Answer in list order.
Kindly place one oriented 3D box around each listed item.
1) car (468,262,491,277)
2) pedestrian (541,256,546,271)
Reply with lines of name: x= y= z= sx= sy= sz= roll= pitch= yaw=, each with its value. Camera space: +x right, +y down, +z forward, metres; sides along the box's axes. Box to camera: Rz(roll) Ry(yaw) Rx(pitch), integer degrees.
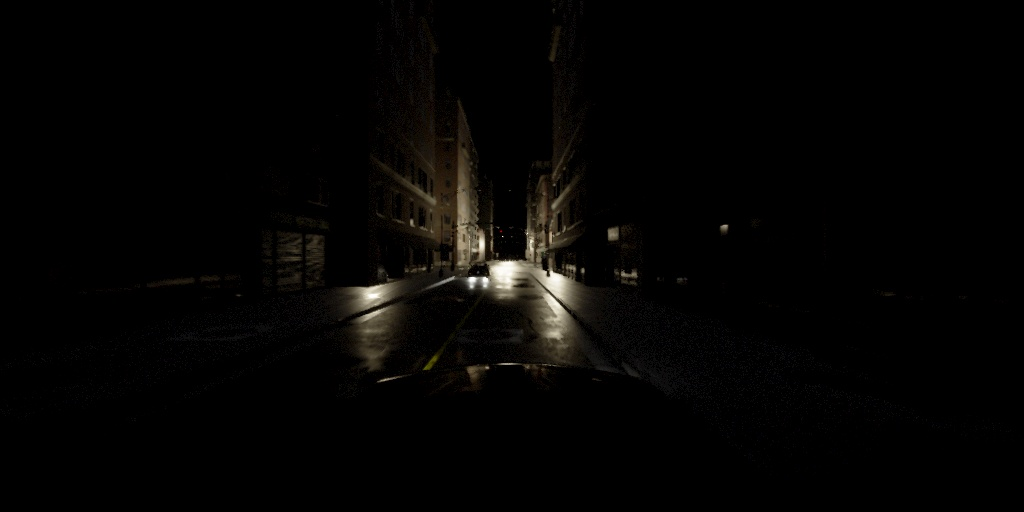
car: x=-3.044 y=1.289 z=34.359 sx=1.994 sy=1.385 sz=4.181 roll=0 pitch=0 yaw=1
pedestrian: x=3.640 y=0.860 z=41.948 sx=0.375 sy=1.860 sz=0.375 roll=0 pitch=0 yaw=0
